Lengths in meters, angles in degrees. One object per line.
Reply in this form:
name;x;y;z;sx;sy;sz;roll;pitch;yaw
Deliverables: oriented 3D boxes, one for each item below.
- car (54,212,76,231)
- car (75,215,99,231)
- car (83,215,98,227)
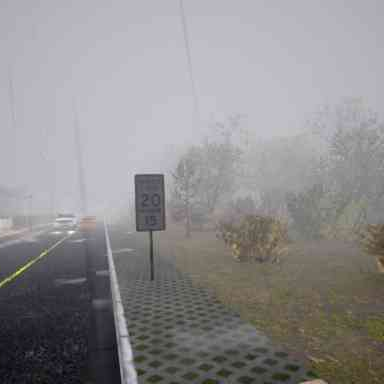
car;-15.477;3.553;40.816;2.150;2.045;5.566;-1;-3;-15
car;-11.582;3.509;37.125;1.882;1.535;5.008;-1;-3;-15
car;-14.319;4.093;47.171;1.837;1.490;4.892;-1;-3;-15
